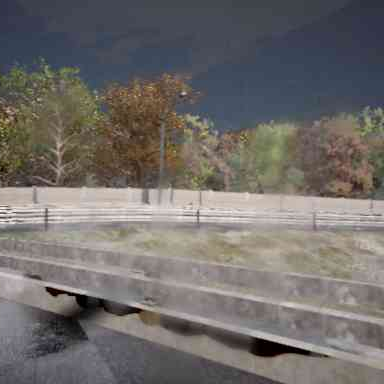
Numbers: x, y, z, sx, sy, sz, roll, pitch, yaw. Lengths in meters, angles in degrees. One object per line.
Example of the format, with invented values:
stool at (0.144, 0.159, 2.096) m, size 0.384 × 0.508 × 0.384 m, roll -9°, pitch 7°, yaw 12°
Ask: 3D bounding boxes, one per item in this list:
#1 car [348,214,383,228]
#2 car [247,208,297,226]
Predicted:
car at (18.692, 3.026, 35.129) m, size 4.674 × 1.442 × 1.812 m, roll 3°, pitch -1°, yaw -18°
car at (7.536, 2.283, 31.444) m, size 4.902 × 1.511 × 2.128 m, roll 3°, pitch -1°, yaw -18°
